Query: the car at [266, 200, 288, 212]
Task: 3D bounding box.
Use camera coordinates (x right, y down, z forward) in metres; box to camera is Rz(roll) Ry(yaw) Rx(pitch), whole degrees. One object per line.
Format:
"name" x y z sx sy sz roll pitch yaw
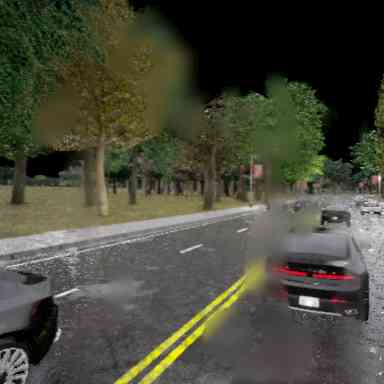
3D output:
"car" 10.291 1.637 39.984 2.033 1.411 5.357 1 0 25

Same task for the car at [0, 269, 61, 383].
"car" -3.262 1.439 2.391 2.128 1.511 4.902 1 0 24

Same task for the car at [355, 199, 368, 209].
"car" 25.746 1.749 50.155 2.128 1.511 4.902 1 0 24

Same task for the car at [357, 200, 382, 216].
"car" 19.420 1.836 36.218 1.895 1.301 4.718 1 0 25

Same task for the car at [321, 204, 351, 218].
"car" 10.651 1.616 24.616 1.882 1.535 5.008 1 0 24

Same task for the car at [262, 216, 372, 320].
"car" 2.910 1.550 7.623 1.837 1.490 4.892 1 0 24

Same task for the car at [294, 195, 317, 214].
"car" 13.279 1.359 38.693 2.150 2.045 5.566 1 0 25
